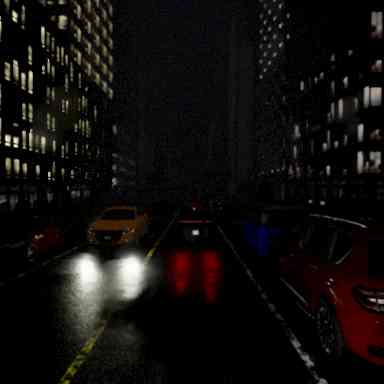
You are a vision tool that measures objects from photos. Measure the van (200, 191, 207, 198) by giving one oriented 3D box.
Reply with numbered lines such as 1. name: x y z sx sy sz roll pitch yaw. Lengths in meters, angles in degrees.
1. van: 3.099 0.643 90.990 1.690 1.788 3.998 0 0 0

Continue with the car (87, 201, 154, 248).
1. car: -3.033 1.364 14.497 1.882 1.535 5.008 0 0 0

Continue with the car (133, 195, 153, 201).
1. car: -5.543 1.285 34.196 2.008 1.369 4.403 0 0 0

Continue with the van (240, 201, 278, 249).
1. van: 2.730 1.256 11.423 1.690 1.788 3.998 -1 0 0

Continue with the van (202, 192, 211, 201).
1. van: 2.994 0.821 68.257 1.690 1.788 3.998 0 0 0

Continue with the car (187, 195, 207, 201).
1. car: 0.239 1.283 31.716 1.812 1.442 4.674 0 0 0

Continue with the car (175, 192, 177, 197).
1. car: -5.306 0.890 85.348 2.008 1.369 4.403 0 0 0

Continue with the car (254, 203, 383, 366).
1. car: 2.703 1.273 5.739 2.192 1.841 5.009 -1 0 0

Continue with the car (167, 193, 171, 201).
1. car: -5.412 1.043 62.444 1.752 1.417 4.829 0 0 0

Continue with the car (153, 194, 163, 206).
1. car: -5.490 1.229 45.564 1.802 1.307 4.206 0 0 0

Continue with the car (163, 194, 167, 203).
1. car: -5.465 1.044 51.246 1.967 1.590 4.097 0 0 0

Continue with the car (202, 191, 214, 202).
1. car: 2.967 0.838 62.574 2.192 1.841 5.009 0 0 0

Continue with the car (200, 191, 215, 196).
1. car: 2.940 0.882 56.890 2.192 1.841 5.009 0 0 0

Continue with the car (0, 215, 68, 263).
1. car: -5.649 1.490 11.463 1.802 1.307 4.206 0 0 0

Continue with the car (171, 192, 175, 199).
1. car: -5.359 0.994 73.981 1.947 1.339 4.313 0 0 0

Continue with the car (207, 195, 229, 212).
1. car: 2.837 1.292 34.158 2.008 1.369 4.403 -1 0 0

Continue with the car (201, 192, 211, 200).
1. car: 3.021 0.875 73.941 1.967 1.590 4.097 0 0 0

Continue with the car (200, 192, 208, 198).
1. car: 3.073 0.787 85.308 1.967 1.590 4.097 0 0 0

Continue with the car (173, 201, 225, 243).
1. car: 0.162 1.373 15.472 2.128 1.511 4.902 0 0 0

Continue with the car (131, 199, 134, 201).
1. car: -5.596 1.372 22.830 2.008 1.369 4.403 0 0 0
